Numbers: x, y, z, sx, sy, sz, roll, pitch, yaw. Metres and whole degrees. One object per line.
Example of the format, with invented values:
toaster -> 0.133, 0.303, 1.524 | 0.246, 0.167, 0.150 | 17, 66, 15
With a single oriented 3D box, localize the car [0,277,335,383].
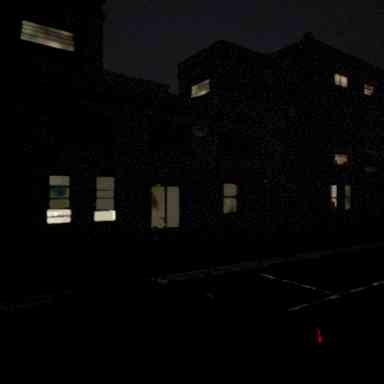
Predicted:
car -> -0.631, 1.574, 2.929 | 4.181, 1.385, 1.994 | 1, 0, -36
